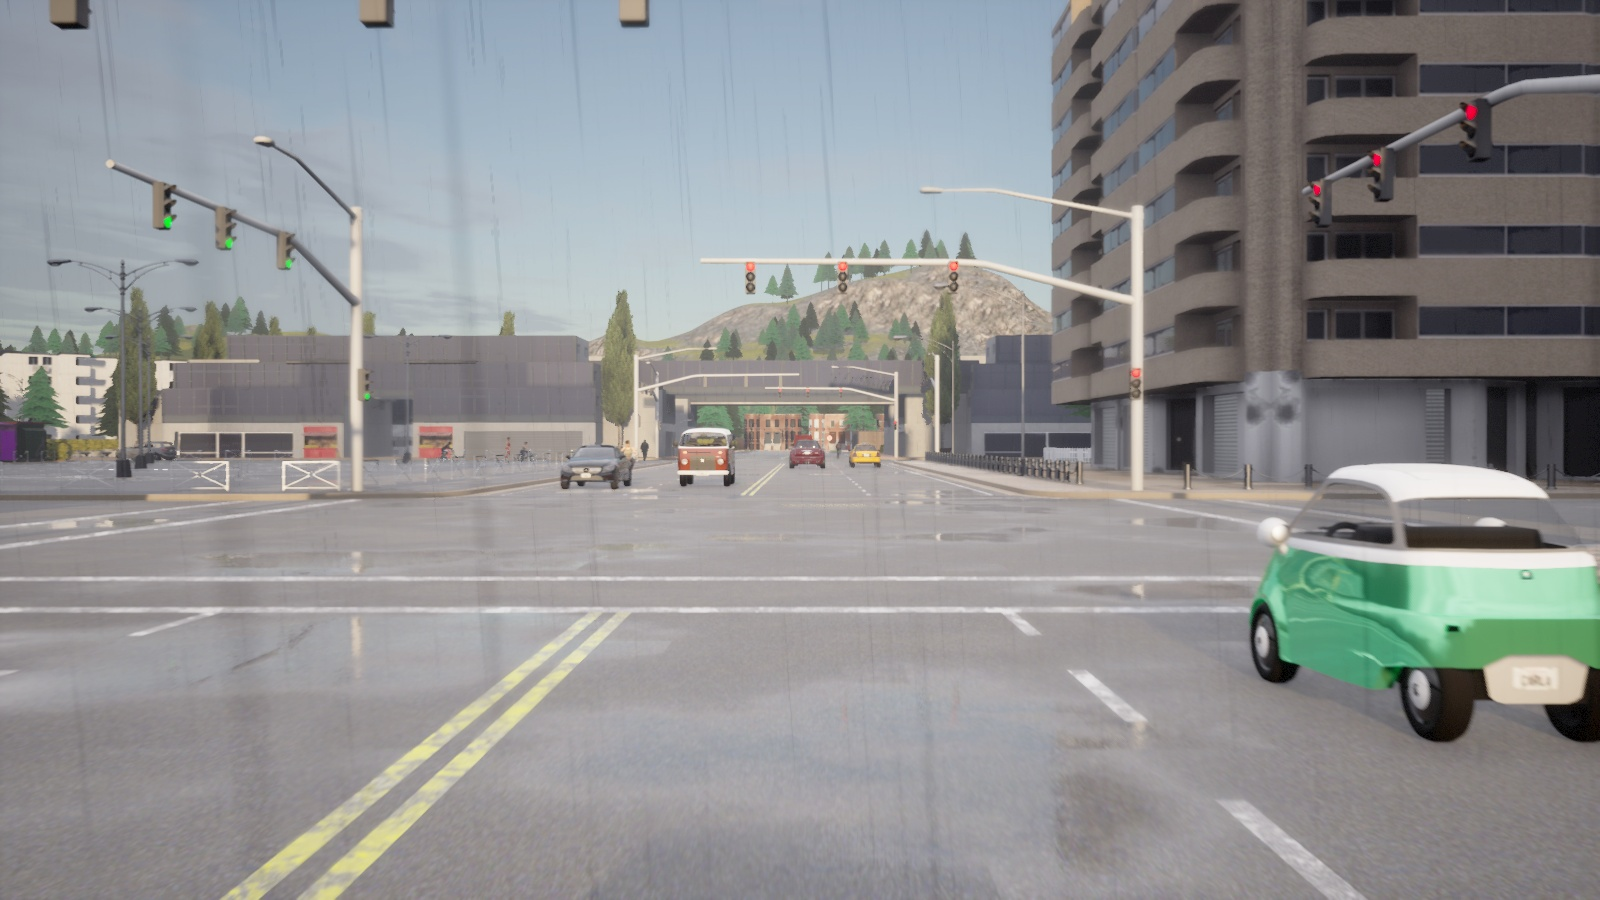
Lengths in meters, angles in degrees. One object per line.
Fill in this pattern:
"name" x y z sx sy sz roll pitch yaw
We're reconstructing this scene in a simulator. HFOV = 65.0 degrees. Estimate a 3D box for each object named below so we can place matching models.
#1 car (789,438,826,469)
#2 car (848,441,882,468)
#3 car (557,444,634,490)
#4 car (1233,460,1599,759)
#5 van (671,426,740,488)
"car" 0.432 0.190 73.776 2.097 1.767 4.553 0 0 0
"car" 3.949 0.257 76.653 1.801 1.575 5.366 0 0 0
"car" -6.748 0.531 41.873 1.812 1.442 4.674 0 0 0
"car" 3.555 0.764 7.060 1.481 1.376 2.207 0 1 0
"van" -3.236 0.220 43.868 2.069 2.038 4.480 0 0 0
